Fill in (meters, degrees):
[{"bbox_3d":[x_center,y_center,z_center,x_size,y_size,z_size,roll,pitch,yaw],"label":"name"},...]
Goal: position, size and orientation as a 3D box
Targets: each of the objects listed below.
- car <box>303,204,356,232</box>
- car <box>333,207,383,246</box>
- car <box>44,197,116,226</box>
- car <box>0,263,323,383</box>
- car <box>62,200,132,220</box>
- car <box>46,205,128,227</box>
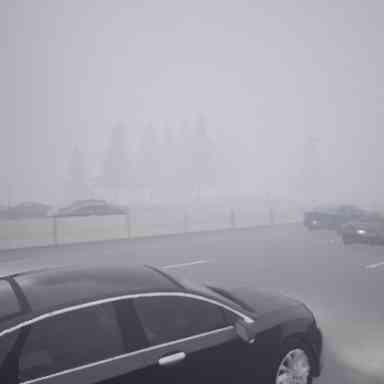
[{"bbox_3d":[8.199,1.378,18.213,5.008,1.535,1.882,0,0,-36],"label":"car"},{"bbox_3d":[8.077,1.479,13.824,4.181,1.385,1.994,0,0,-36],"label":"car"},{"bbox_3d":[-8.029,1.308,23.978,4.553,1.767,2.097,-1,0,-35],"label":"car"},{"bbox_3d":[-0.697,1.498,3.251,4.892,1.490,1.837,0,0,-36],"label":"car"},{"bbox_3d":[-8.014,1.489,28.260,5.357,1.411,2.033,0,0,-36],"label":"car"},{"bbox_3d":[-6.489,1.467,20.783,4.892,1.490,1.837,0,0,-35],"label":"car"}]
